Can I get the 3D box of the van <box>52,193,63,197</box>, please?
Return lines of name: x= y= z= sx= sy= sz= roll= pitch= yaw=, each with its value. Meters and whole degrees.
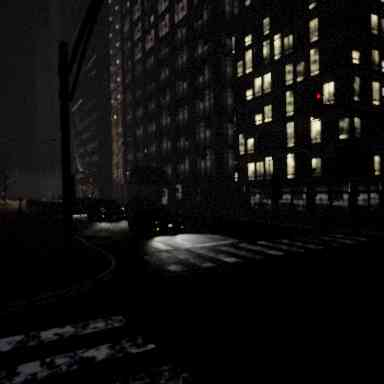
van: x=-31.404 y=1.191 z=79.218 sx=1.690 sy=1.788 sz=3.998 roll=-1 pitch=0 yaw=-31

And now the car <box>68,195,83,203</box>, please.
car: x=-22.711 y=1.404 z=64.697 sx=1.887 sy=1.381 sz=4.507 roll=-1 pitch=0 yaw=-31

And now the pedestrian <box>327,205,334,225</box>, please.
pedestrian: x=7.986 y=1.333 z=19.124 sx=0.500 sy=1.100 sz=0.500 roll=-1 pitch=0 yaw=-31

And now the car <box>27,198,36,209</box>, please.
car: x=-21.189 y=1.630 z=45.840 sx=1.802 sy=1.307 sz=4.206 roll=-1 pitch=0 yaw=-31

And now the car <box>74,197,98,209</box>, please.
car: x=-14.891 y=1.472 z=46.570 sx=2.033 sy=1.411 sz=5.357 roll=-1 pitch=1 yaw=-31

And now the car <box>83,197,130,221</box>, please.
car: x=-7.063 y=1.350 z=27.258 sx=2.097 sy=1.767 sz=4.553 roll=-1 pitch=1 yaw=-31

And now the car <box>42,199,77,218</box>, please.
car: x=-12.496 y=1.619 z=31.314 sx=1.947 sy=1.339 sz=4.313 roll=-1 pitch=0 yaw=-31

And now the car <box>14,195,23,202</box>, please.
car: x=-41.475 y=1.466 z=79.733 sx=1.967 sy=1.590 sz=4.097 roll=-1 pitch=0 yaw=-31

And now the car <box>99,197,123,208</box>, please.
car: x=-11.122 y=1.414 z=45.335 sx=1.887 sy=1.381 sz=4.507 roll=-1 pitch=0 yaw=-31

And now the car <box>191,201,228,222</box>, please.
car: x=0.775 y=1.401 z=25.381 sx=1.752 sy=1.417 sz=4.829 roll=-1 pitch=0 yaw=-31

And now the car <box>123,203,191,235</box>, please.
car: x=-2.150 y=1.563 z=19.053 sx=1.994 sy=1.385 sz=4.181 roll=-1 pitch=1 yaw=-31

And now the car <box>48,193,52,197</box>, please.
car: x=-34.300 y=1.397 z=84.060 sx=2.008 sy=1.369 sz=4.403 roll=-1 pitch=0 yaw=-31

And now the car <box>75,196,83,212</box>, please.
car: x=-12.322 y=1.522 z=36.054 sx=1.812 sy=1.442 sz=4.674 roll=-1 pitch=1 yaw=-30

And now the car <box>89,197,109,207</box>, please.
car: x=-14.019 y=1.450 z=50.175 sx=1.802 sy=1.307 sz=4.206 roll=-1 pitch=0 yaw=-31

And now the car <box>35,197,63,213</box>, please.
car: x=-15.394 y=1.602 z=36.156 sx=2.008 sy=1.369 sz=4.403 roll=-1 pitch=0 yaw=-31

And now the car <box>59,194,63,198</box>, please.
car: x=-20.356 y=1.467 z=55.708 sx=2.033 sy=1.411 sz=5.357 roll=-1 pitch=1 yaw=-31

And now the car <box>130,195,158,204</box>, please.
car: x=-5.331 y=1.188 z=35.651 sx=2.192 sy=1.841 sz=5.009 roll=-1 pitch=0 yaw=-31
